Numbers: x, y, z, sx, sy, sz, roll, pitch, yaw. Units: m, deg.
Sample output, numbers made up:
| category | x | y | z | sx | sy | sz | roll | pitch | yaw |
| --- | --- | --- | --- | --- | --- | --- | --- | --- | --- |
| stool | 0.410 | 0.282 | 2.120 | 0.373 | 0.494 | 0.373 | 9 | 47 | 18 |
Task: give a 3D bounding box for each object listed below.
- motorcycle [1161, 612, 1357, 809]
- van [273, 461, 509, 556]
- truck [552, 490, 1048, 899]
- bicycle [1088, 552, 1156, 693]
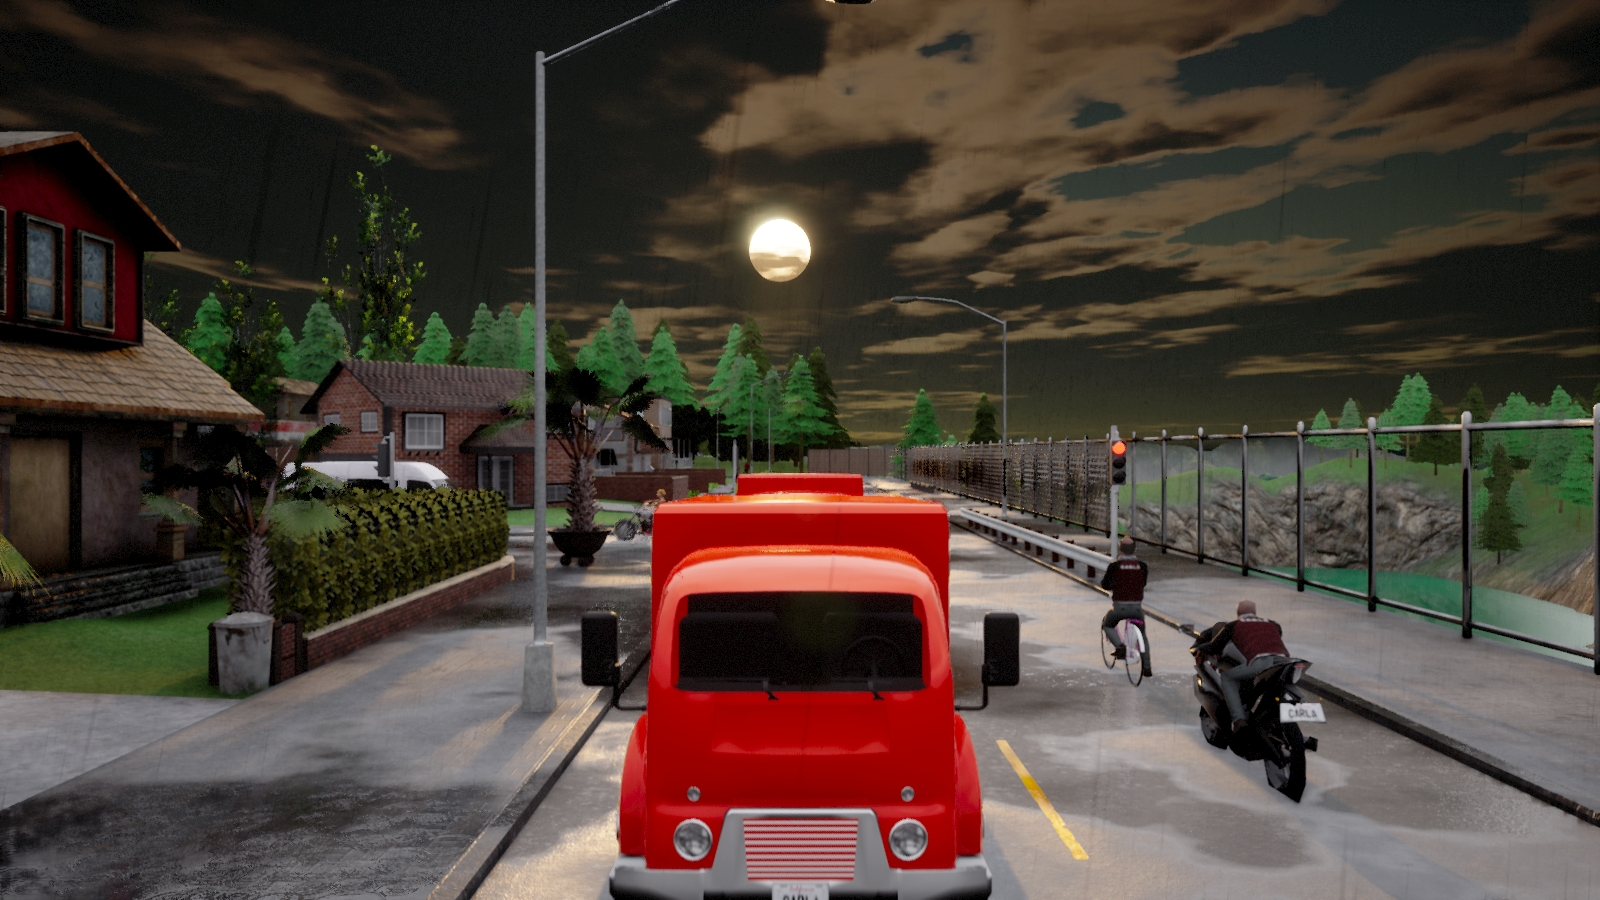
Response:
| category | x | y | z | sx | sy | sz | roll | pitch | yaw |
| --- | --- | --- | --- | --- | --- | --- | --- | --- | --- |
| motorcycle | 4.000 | 2.229 | 10.191 | 0.867 | 1.251 | 2.209 | 0 | 0 | 0 |
| van | -11.422 | 1.603 | 32.204 | 5.915 | 2.561 | 1.988 | 0 | 0 | 0 |
| truck | 0.000 | 1.597 | 8.669 | 2.627 | 2.467 | 5.204 | 0 | -1 | 0 |
| bicycle | 3.986 | 2.092 | 14.241 | 0.329 | 1.471 | 1.835 | 0 | 0 | 0 |
